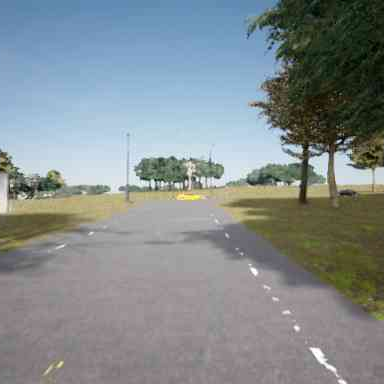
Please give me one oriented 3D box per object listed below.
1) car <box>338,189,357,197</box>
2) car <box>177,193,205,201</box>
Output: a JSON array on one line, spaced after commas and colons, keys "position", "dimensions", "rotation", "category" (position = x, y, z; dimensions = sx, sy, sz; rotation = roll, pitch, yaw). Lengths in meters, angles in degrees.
[{"position": [29.973, 0.230, 65.910], "dimensions": [4.892, 1.490, 1.837], "rotation": [-1, -1, -1], "category": "car"}, {"position": [-0.145, 0.851, 58.359], "dimensions": [5.008, 1.535, 1.882], "rotation": [0, 0, -1], "category": "car"}]
